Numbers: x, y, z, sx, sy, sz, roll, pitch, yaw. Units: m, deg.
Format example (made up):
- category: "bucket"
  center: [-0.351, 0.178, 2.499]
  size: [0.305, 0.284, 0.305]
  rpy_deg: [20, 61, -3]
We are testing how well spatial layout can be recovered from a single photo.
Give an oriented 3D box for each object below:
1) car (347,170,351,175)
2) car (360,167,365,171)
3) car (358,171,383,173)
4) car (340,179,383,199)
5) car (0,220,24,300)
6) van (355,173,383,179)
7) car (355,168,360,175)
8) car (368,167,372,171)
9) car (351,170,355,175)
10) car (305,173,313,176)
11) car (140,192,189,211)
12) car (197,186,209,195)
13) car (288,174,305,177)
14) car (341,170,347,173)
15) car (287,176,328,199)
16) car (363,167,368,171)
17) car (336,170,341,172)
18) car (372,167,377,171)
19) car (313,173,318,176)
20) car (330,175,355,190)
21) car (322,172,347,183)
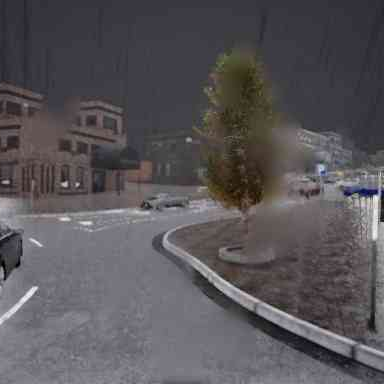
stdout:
- category: "car"
  center: [30.687, -3.806, 70.864]
  size: [4.553, 1.767, 2.185]
  rpy_deg: [-1, 4, 23]
- category: "car"
  center: [36.654, -4.337, 77.307]
  size: [5.008, 1.535, 2.097]
  rpy_deg: [-1, 4, 23]
- category: "car"
  center: [20.650, -0.873, 34.668]
  size: [5.566, 2.045, 2.435]
  rpy_deg: [1, 6, 24]
- category: "car"
  center: [16.504, -0.153, 30.408]
  size: [5.008, 1.535, 2.097]
  rpy_deg: [1, 5, 24]
- category: "car"
  center: [-5.030, 1.318, 7.457]
  size: [2.128, 1.511, 4.902]
  rpy_deg: [1, 1, -21]
- category: "van"
  center: [18.698, -0.612, 32.479]
  size: [4.442, 1.987, 1.878]
  rpy_deg: [1, 5, 24]
- category: "car"
  center: [34.672, -4.249, 75.146]
  size: [4.553, 1.767, 2.185]
  rpy_deg: [-1, 4, 23]
- category: "car"
  center: [40.477, -4.745, 81.660]
  size: [5.366, 1.575, 1.946]
  rpy_deg: [-1, 4, 23]
- category: "car"
  center: [32.661, -3.866, 73.040]
  size: [4.674, 1.452, 2.002]
  rpy_deg: [-1, 4, 23]
- category: "car"
  center: [16.936, -2.074, 55.769]
  size: [5.366, 1.575, 1.946]
  rpy_deg: [-1, 4, 23]
- category: "car"
  center: [-2.239, 0.734, 27.463]
  size: [1.994, 1.385, 4.181]
  rpy_deg: [2, 4, 44]
- category: "car"
  center: [2.890, -0.403, 40.663]
  size: [4.674, 1.452, 2.002]
  rpy_deg: [-1, 4, 22]
- category: "car"
  center: [12.161, -1.061, 42.863]
  size: [4.553, 1.767, 2.097]
  rpy_deg: [-6, 6, -44]
- category: "car"
  center: [28.680, -3.453, 68.739]
  size: [5.008, 1.535, 2.097]
  rpy_deg: [-1, 4, 23]
- category: "car"
  center: [11.640, -0.372, 33.774]
  size: [2.097, 1.767, 4.553]
  rpy_deg: [2, 6, 43]
- category: "car"
  center: [38.641, -4.542, 79.453]
  size: [5.008, 1.535, 2.097]
  rpy_deg: [-1, 3, 23]
- category: "car"
  center: [26.691, -3.221, 66.590]
  size: [4.892, 1.521, 2.231]
  rpy_deg: [-1, 4, 23]
- category: "car"
  center: [42.609, -5.187, 83.716]
  size: [5.566, 2.045, 2.435]
  rpy_deg: [-1, 4, 23]
- category: "car"
  center: [18.740, -2.299, 58.001]
  size: [5.008, 1.535, 2.097]
  rpy_deg: [-1, 4, 23]
- category: "car"
  center: [19.580, -0.942, 39.878]
  size: [1.812, 1.442, 4.674]
  rpy_deg: [-6, 6, -41]
- category: "car"
  center: [22.395, -1.939, 52.556]
  size: [1.994, 1.385, 4.181]
  rpy_deg: [2, 6, 43]
